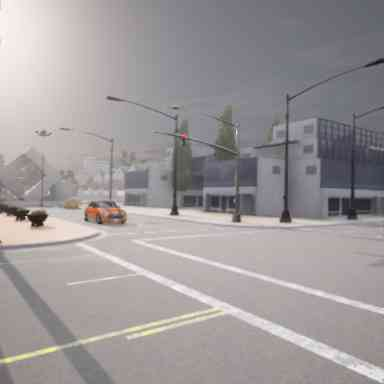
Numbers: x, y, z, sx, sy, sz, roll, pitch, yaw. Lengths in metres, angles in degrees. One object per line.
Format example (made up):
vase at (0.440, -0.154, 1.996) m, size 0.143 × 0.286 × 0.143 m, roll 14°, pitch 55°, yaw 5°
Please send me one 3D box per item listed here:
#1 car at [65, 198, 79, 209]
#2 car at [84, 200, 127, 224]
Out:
car at (-18.128, 1.694, 50.149) m, size 1.882 × 1.535 × 5.008 m, roll 1°, pitch -1°, yaw -21°
car at (-6.738, 1.474, 25.807) m, size 2.097 × 1.767 × 4.553 m, roll 2°, pitch -1°, yaw -35°
